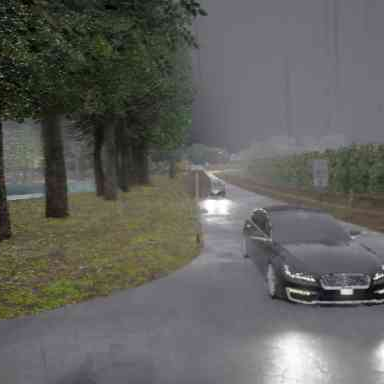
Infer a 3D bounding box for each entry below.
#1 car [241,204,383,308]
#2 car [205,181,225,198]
[{"bbox_3d":[2.273,1.103,7.350,1.837,1.490,4.892,-1,3,0],"label":"car"},{"bbox_3d":[2.057,-0.316,31.786,2.128,1.511,4.902,-1,4,0],"label":"car"}]
